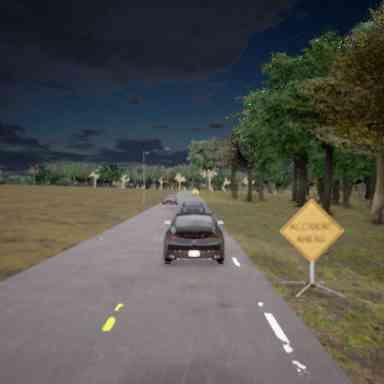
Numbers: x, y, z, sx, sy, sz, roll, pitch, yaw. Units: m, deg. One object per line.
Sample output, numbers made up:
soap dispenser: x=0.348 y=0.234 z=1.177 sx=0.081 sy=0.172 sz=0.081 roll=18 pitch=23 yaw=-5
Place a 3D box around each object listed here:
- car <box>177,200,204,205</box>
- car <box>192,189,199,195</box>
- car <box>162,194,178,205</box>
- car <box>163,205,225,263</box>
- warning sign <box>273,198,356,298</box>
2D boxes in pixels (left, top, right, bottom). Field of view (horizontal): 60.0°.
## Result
car: x=0.062 y=1.337 z=26.999 sx=1.895 sy=1.301 sz=4.718 roll=0 pitch=1 yaw=0
car: x=0.901 y=0.002 z=86.789 sx=1.882 sy=1.535 sz=5.008 roll=0 pitch=1 yaw=0
car: x=-2.869 y=1.008 z=43.848 sx=1.994 sy=1.385 sz=4.181 roll=0 pitch=1 yaw=0
car: x=0.070 y=1.419 z=11.562 sx=1.837 sy=1.490 sz=4.892 roll=0 pitch=1 yaw=0
warning sign: x=2.439 y=1.069 z=6.807 sx=1.300 sy=1.860 sz=1.060 roll=0 pitch=0 yaw=0
